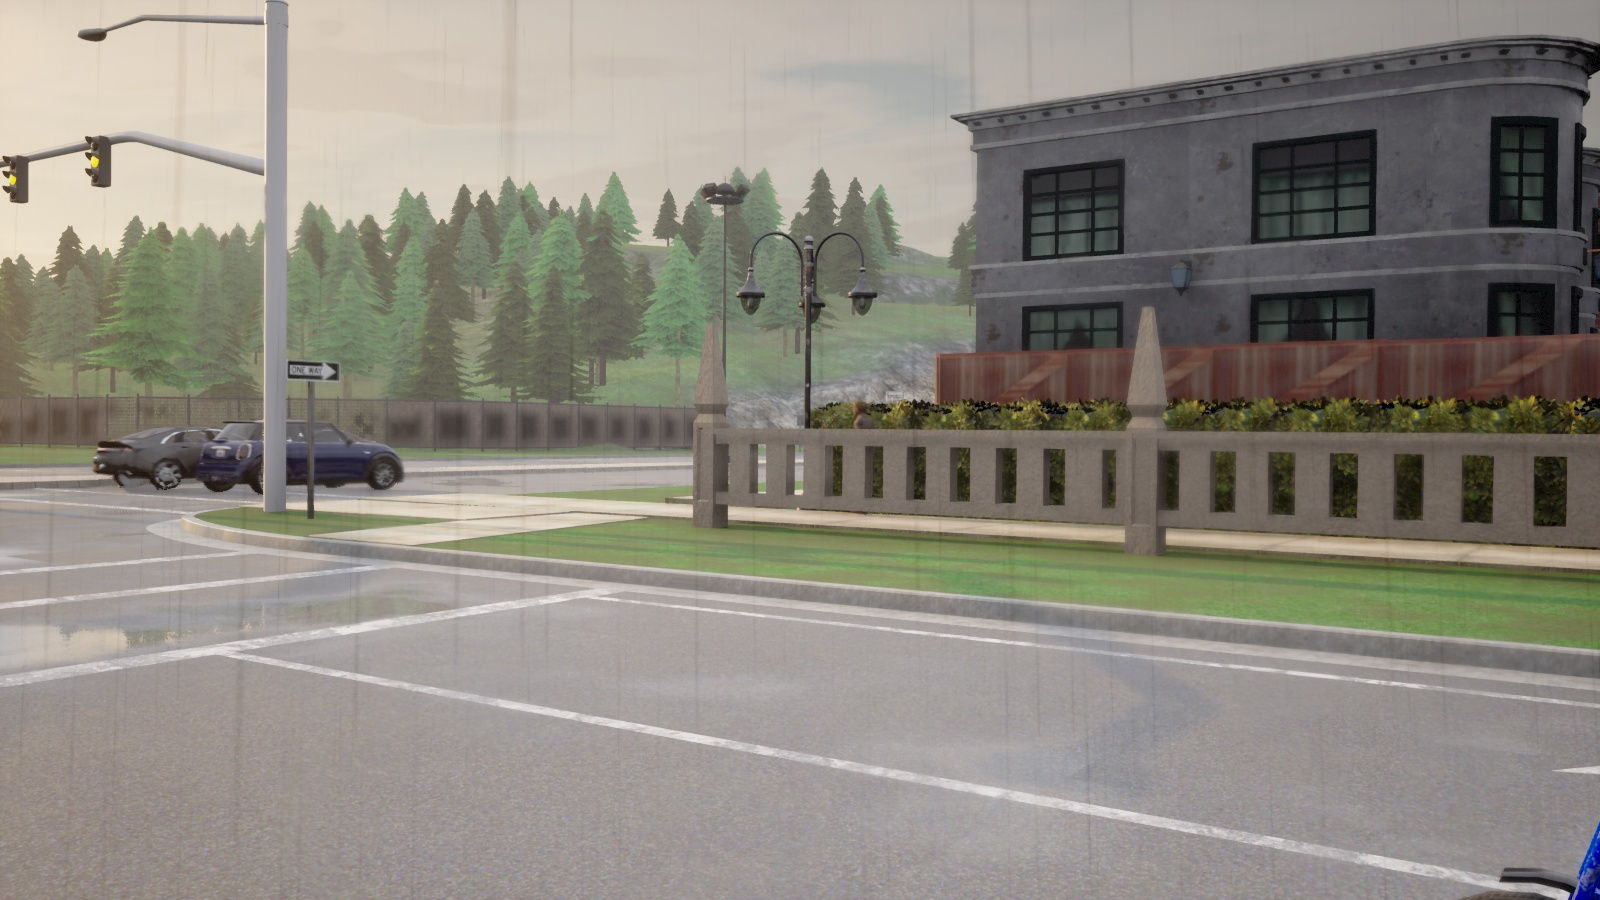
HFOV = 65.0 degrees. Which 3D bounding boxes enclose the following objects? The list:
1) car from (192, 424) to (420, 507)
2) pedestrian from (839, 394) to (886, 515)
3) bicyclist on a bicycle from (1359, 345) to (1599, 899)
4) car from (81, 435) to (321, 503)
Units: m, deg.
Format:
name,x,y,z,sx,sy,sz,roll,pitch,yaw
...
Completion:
name,x,y,z,sx,sy,sz,roll,pitch,yaw
car,-11.438,0.292,29.363,2.097,1.767,4.553,0,1,34
pedestrian,0.974,0.065,19.525,0.634,1.846,0.331,0,1,37
bicyclist on a bicycle,1.935,0.618,2.330,1.509,1.612,0.866,0,1,34
car,-14.614,0.398,30.917,2.128,1.511,4.902,0,1,34
